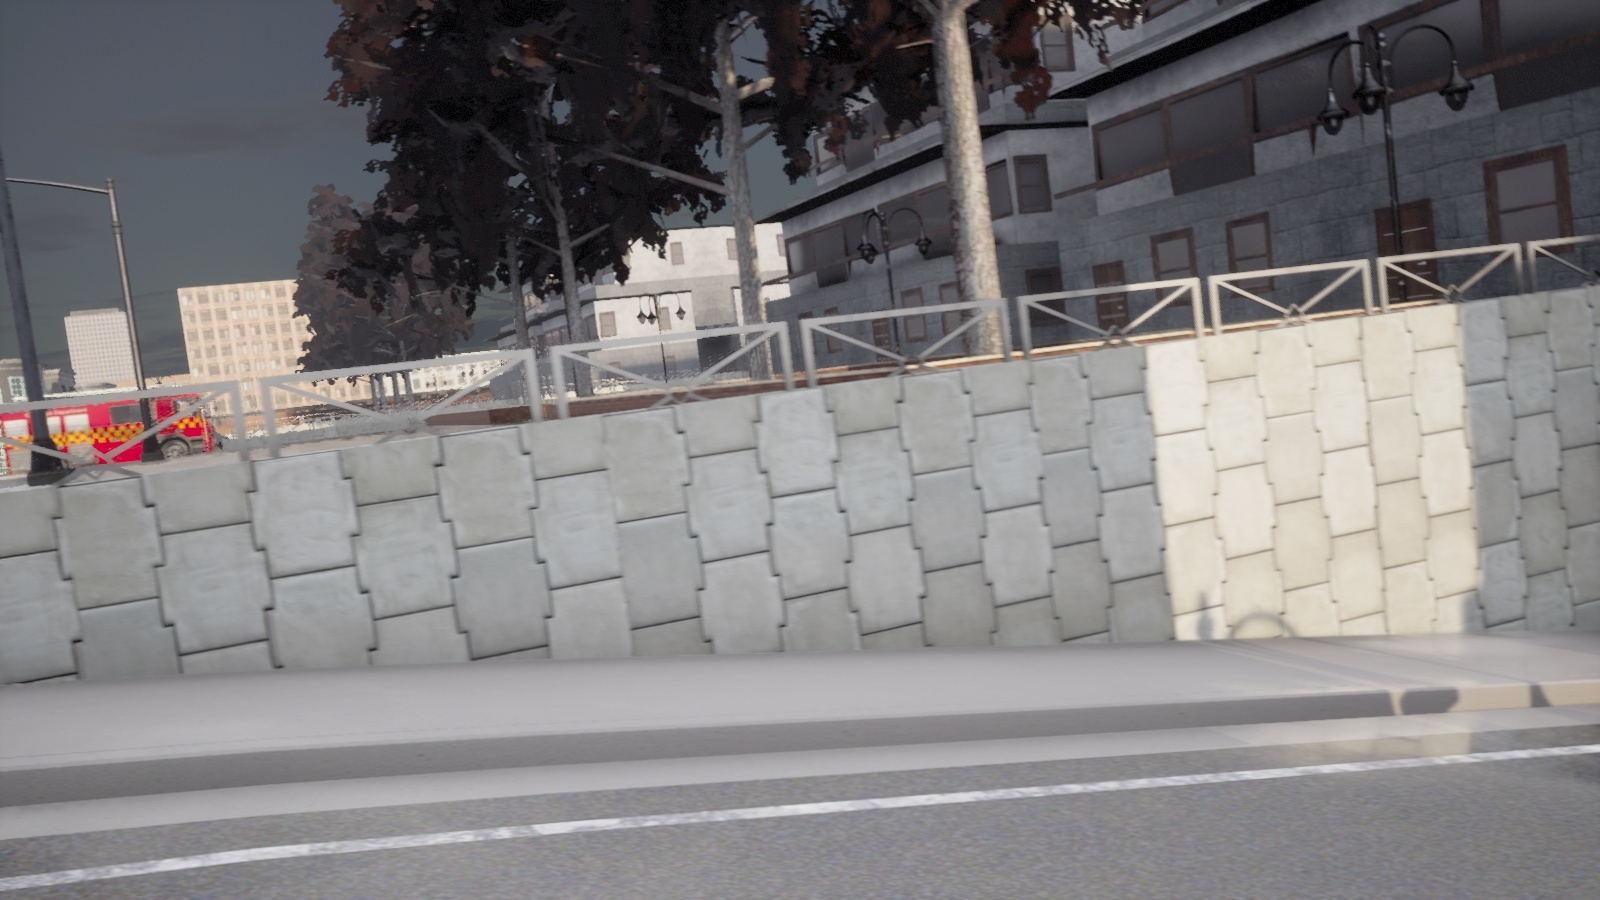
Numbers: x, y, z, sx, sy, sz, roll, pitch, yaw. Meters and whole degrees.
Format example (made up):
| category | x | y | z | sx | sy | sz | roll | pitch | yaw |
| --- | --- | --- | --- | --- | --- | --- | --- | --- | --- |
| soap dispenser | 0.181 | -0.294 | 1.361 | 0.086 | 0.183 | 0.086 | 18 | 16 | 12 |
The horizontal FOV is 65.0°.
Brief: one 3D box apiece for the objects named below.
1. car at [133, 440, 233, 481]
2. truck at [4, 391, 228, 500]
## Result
| category | x | y | z | sx | sy | sz | roll | pitch | yaw |
| --- | --- | --- | --- | --- | --- | --- | --- | --- | --- |
| car | -30.735 | 0.497 | 62.664 | 4.193 | 1.474 | 1.816 | -7 | 4 | -22 |
| truck | -31.615 | -0.305 | 58.527 | 8.468 | 3.827 | 2.891 | -8 | 4 | -22 |
